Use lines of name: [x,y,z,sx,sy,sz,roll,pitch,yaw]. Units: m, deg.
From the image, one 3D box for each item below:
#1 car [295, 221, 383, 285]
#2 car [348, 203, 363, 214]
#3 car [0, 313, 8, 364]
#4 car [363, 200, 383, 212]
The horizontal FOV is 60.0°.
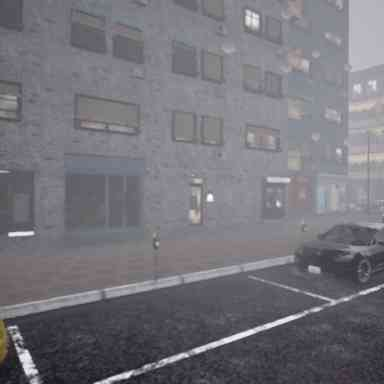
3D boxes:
car: [4.801,1.539,9.475,4.313,1.339,1.947,0,1,-36]
car: [14.795,1.433,34.278,1.967,1.590,4.097,0,0,-36]
car: [-4.404,1.532,2.921,4.829,1.417,1.752,0,1,-36]
car: [21.395,1.612,39.040,2.008,1.369,4.403,0,0,-36]
